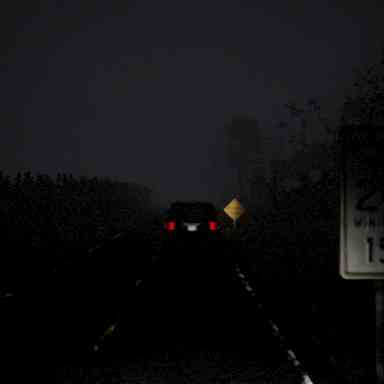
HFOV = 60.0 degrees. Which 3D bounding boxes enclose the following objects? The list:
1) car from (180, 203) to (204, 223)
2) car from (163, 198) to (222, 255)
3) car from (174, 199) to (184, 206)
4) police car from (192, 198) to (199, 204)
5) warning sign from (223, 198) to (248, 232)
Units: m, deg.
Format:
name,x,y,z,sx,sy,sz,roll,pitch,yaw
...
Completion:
name,x,y,z,sx,sy,sz,roll,pitch,yaw
car,0.014,1.772,29.469,1.882,1.535,5.008,0,0,0
car,0.005,1.352,14.028,2.150,2.045,5.566,0,0,0
car,-2.729,2.244,70.990,1.882,1.535,5.008,0,-1,0
police car,0.850,2.421,89.234,1.930,1.638,5.238,0,-1,0
warning sign,2.459,1.302,19.124,1.300,1.860,1.060,0,0,0
